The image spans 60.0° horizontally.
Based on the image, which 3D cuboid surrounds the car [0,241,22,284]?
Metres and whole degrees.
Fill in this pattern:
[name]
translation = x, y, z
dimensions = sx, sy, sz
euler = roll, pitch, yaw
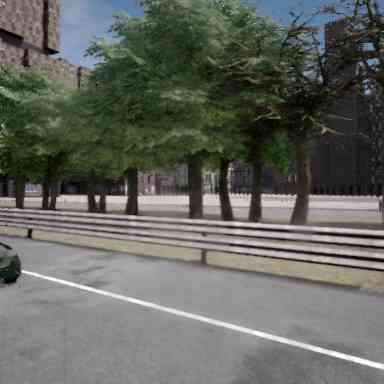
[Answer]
[car]
translation = -6.139, 1.560, 8.327
dimensions = 4.181, 1.385, 1.994
euler = 0, 0, 35
